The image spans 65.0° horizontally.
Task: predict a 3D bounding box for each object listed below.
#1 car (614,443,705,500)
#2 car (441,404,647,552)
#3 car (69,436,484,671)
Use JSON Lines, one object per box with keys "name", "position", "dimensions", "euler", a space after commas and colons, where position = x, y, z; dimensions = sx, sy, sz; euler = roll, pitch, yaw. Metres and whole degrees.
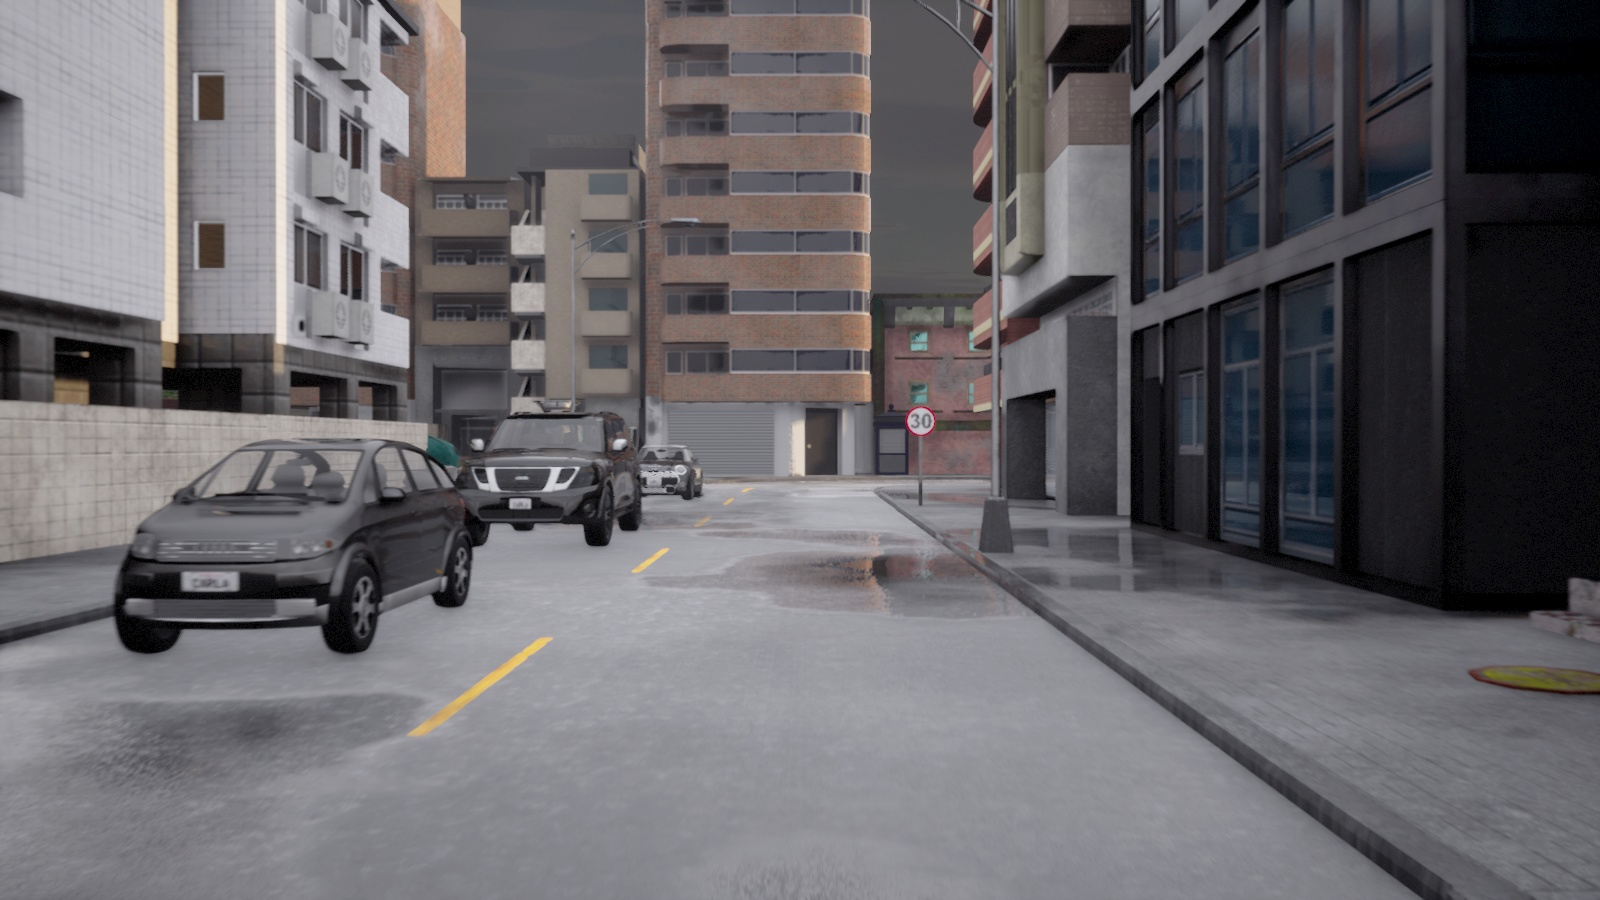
{"name": "car", "position": [-3.764, 0.555, 34.350], "dimensions": [1.970, 1.475, 3.806], "euler": [0, 0, 1]}
{"name": "car", "position": [-3.862, 0.373, 20.069], "dimensions": [2.150, 2.045, 5.566], "euler": [0, 0, 0]}
{"name": "car", "position": [-3.919, 0.677, 10.136], "dimensions": [1.789, 1.549, 3.705], "euler": [0, 0, 0]}
